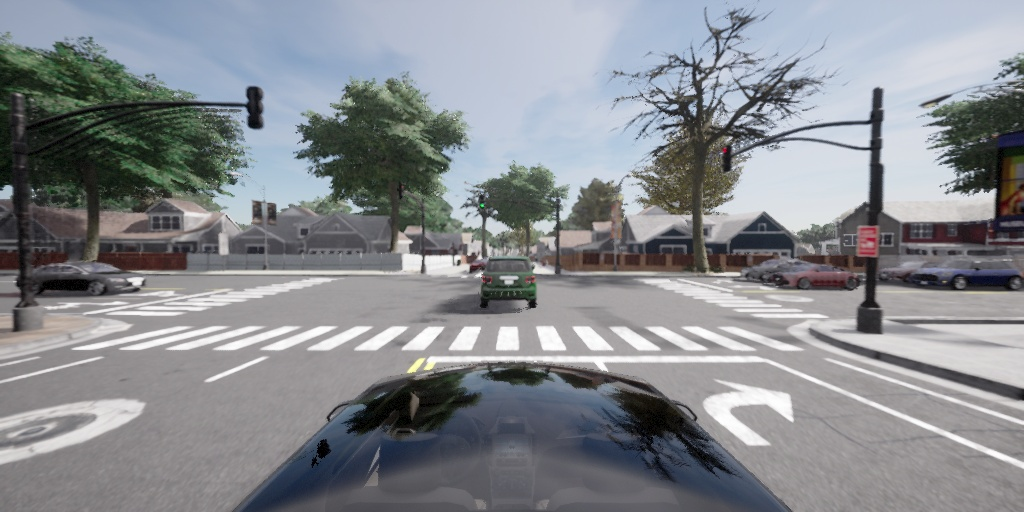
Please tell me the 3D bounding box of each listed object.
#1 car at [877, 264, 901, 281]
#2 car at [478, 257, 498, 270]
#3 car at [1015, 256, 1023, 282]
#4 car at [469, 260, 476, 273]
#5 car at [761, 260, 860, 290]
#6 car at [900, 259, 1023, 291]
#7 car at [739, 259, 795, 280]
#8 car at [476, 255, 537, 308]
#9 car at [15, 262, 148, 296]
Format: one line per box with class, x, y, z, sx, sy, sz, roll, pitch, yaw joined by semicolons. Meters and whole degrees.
car;27.075;1.034;23.856;4.674;1.442;1.812;0;2;0
car;-2.986;0.866;45.436;2.128;1.511;4.902;0;0;1
car;37.235;0.919;23.807;4.553;1.767;2.097;0;2;1
car;-3.116;1.001;35.777;1.895;1.301;4.718;0;0;1
car;17.267;1.146;20.632;4.181;1.385;1.994;0;2;0
car;25.927;0.975;20.602;4.553;1.767;2.097;0;2;0
car;17.873;0.956;23.878;4.902;1.511;2.128;0;2;0
car;-0.158;0.958;15.525;2.150;2.045;5.566;0;1;-1
car;-20.590;1.066;17.287;4.902;1.511;2.128;0;2;-2
